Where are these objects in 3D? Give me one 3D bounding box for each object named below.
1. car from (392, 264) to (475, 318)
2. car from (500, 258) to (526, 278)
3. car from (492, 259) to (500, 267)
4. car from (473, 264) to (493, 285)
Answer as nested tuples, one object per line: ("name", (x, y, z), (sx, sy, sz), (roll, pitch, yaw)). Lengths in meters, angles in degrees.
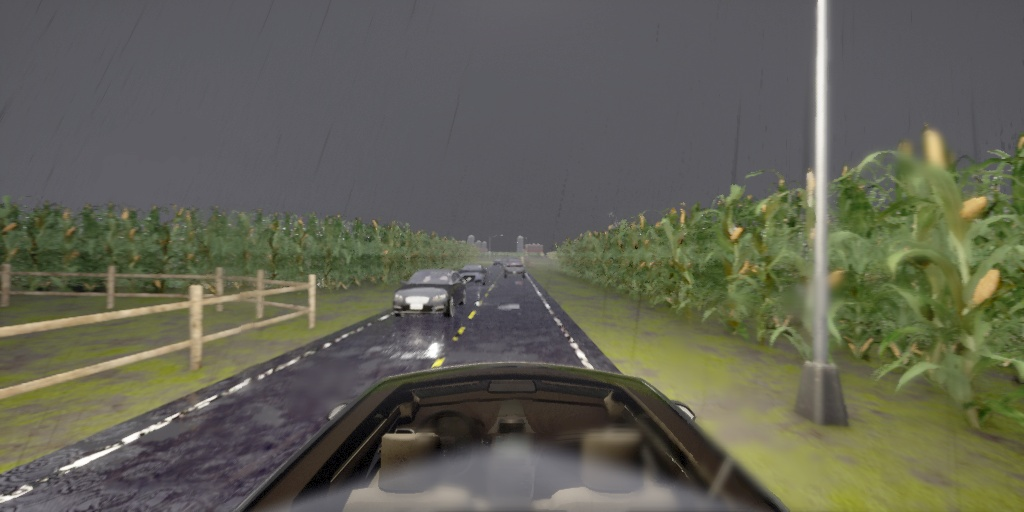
("car", (-2.805, 1.224, 13.037), (2.128, 1.511, 4.902), (0, 0, 0))
("car", (0.228, 1.213, 33.080), (2.128, 1.511, 4.902), (0, 0, 0))
("car", (-2.496, 1.189, 65.376), (2.033, 1.411, 5.357), (0, 0, 1))
("car", (-2.719, 1.284, 25.231), (1.994, 1.385, 4.181), (0, 0, 1))
